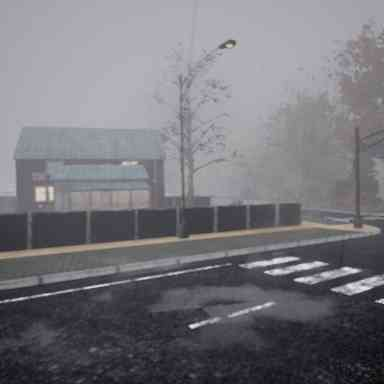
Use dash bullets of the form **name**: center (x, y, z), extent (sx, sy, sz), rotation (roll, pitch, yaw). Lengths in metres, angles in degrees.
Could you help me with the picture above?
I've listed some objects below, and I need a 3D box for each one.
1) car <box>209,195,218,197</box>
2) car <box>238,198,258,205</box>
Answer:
- **car**: center (3.668, 1.227, 57.763), extent (1.812, 1.442, 4.674), rotation (-1, 1, -14)
- **car**: center (7.649, 1.425, 42.457), extent (1.895, 1.301, 4.718), rotation (-1, 1, -15)
